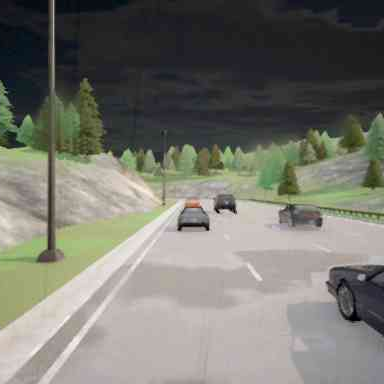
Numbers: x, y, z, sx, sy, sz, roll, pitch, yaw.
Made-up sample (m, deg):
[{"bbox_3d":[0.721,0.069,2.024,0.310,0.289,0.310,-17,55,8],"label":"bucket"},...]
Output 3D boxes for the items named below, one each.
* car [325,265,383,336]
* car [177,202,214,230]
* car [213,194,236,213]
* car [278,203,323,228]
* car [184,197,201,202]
[{"bbox_3d":[3.592,1.552,4.207,2.033,1.411,5.357,0,0,0],"label":"car"},{"bbox_3d":[0.099,1.588,21.285,1.994,1.385,4.181,0,0,0],"label":"car"},{"bbox_3d":[3.594,1.261,36.985,2.150,2.045,5.566,0,0,0],"label":"car"},{"bbox_3d":[7.094,1.529,22.164,1.837,1.490,4.892,0,0,0],"label":"car"},{"bbox_3d":[0.093,1.402,43.441,2.097,1.767,4.553,0,0,0],"label":"car"}]
